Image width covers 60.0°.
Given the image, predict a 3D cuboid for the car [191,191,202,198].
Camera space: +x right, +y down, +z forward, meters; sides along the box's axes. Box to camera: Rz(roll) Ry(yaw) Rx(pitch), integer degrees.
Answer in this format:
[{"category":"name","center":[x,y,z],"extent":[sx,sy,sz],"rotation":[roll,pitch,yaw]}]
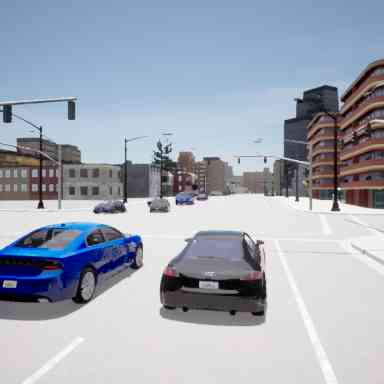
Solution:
[{"category":"car","center":[1.066,0.620,80.176],"extent":[1.882,1.535,5.008],"rotation":[0,1,11]}]

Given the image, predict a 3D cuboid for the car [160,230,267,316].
[{"category":"car","center":[0.690,1.564,7.665],"extent":[1.994,1.385,4.181],"rotation":[0,0,12]}]

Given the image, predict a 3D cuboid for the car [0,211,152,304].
[{"category":"car","center":[-2.747,1.478,8.312],"extent":[1.882,1.535,5.008],"rotation":[0,0,11]}]

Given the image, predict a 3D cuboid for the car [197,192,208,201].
[{"category":"car","center":[2.129,1.073,67.318],"extent":[2.033,1.411,5.357],"rotation":[0,1,11]}]

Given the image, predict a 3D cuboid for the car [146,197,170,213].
[{"category":"car","center":[-3.449,1.457,35.568],"extent":[1.837,1.490,4.892],"rotation":[0,0,1]}]

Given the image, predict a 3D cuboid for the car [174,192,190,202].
[{"category":"car","center":[-1.946,0.934,64.861],"extent":[2.097,1.767,4.553],"rotation":[0,1,11]}]

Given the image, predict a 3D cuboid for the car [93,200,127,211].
[{"category":"car","center":[-8.227,1.520,33.563],"extent":[1.994,1.385,4.181],"rotation":[0,0,13]}]

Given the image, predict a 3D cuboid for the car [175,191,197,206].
[{"category":"car","center":[-1.097,1.027,51.195],"extent":[2.150,2.045,5.566],"rotation":[0,1,11]}]

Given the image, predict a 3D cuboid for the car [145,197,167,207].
[{"category":"car","center":[-5.158,1.452,48.666],"extent":[1.895,1.301,4.718],"rotation":[0,1,12]}]
